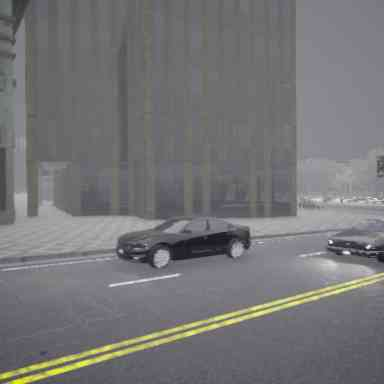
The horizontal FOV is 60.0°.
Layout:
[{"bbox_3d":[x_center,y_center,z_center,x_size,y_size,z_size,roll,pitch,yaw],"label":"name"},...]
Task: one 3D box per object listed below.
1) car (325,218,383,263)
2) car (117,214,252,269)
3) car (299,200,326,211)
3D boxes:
[{"bbox_3d":[7.513,1.749,13.040,5.357,1.411,2.033,1,-1,-35],"label":"car"},{"bbox_3d":[-0.119,1.569,11.586,5.008,1.535,1.882,1,-1,-35],"label":"car"},{"bbox_3d":[19.742,2.136,54.628,1.837,1.490,4.892,-1,2,-26],"label":"car"}]
